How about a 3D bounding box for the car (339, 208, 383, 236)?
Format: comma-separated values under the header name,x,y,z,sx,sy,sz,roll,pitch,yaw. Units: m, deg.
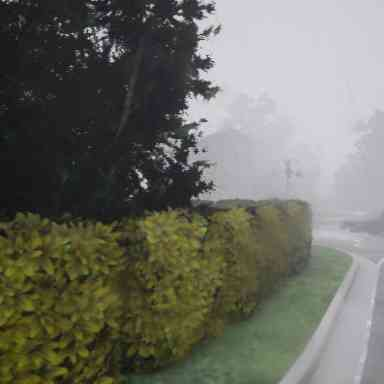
name,x,y,z,sx,sy,sz,roll,pitch,yaw
car,11.134,1.614,18.569,5.357,1.411,2.033,-1,-1,-9
